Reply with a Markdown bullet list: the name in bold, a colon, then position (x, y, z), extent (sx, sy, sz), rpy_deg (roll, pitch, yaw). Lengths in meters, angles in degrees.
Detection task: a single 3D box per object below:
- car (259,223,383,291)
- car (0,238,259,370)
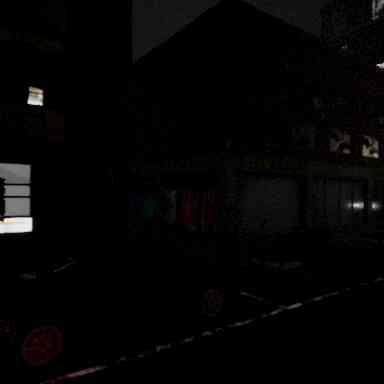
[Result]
- **car**: position (3.357, 1.575, 8.945), extent (4.206, 1.307, 1.802), rpy_deg (0, 1, -36)
- **car**: position (-1.176, 1.543, 5.708), extent (4.507, 1.381, 1.887), rpy_deg (0, 1, -36)
